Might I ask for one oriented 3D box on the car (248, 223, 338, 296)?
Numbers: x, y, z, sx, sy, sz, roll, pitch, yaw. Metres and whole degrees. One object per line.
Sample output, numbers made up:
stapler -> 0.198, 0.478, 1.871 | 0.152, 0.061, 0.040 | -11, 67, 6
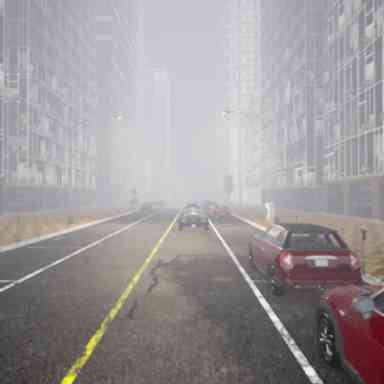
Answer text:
car -> 2.690, 1.518, 8.854 | 1.967, 1.590, 4.097 | 0, 0, 0

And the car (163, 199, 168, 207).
car -> -5.695, 2.027, 60.090 | 1.887, 1.381, 4.507 | 0, 0, 0

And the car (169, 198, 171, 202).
car -> -5.696, 2.089, 65.782 | 1.947, 1.339, 4.313 | 0, 0, 0

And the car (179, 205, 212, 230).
car -> 0.097, 1.796, 22.661 | 1.895, 1.301, 4.718 | 0, 0, 0

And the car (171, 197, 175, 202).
car -> -5.699, 2.241, 94.075 | 1.752, 1.417, 4.829 | 0, 0, 0

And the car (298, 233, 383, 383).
car -> 2.691, 1.469, 3.162 | 1.967, 1.590, 4.097 | 0, 0, 0

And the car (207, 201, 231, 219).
car -> 2.688, 1.812, 31.623 | 1.887, 1.381, 4.507 | 0, 0, 0

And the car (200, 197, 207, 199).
car -> 2.685, 2.048, 60.083 | 1.947, 1.339, 4.313 | 0, 0, 0

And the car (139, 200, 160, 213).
car -> -5.694, 1.900, 43.012 | 1.887, 1.381, 4.507 | 0, 0, 0

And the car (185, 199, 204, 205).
car -> 0.095, 1.907, 41.449 | 1.994, 1.385, 4.181 | 0, 0, 0

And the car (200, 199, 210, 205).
car -> 2.684, 2.130, 71.467 | 1.947, 1.339, 4.313 | 0, 0, 0

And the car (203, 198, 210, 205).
car -> 2.686, 1.964, 48.699 | 1.947, 1.339, 4.313 | 0, 0, 0

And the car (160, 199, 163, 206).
car -> -5.694, 1.980, 48.705 | 1.802, 1.307, 4.206 | 0, 0, 0

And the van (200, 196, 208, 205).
van -> 2.684, 1.944, 77.162 | 1.690, 1.788, 3.998 | 0, 0, 0

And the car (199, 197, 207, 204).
car -> 2.683, 2.082, 82.852 | 1.967, 1.590, 4.097 | 0, 0, 0
